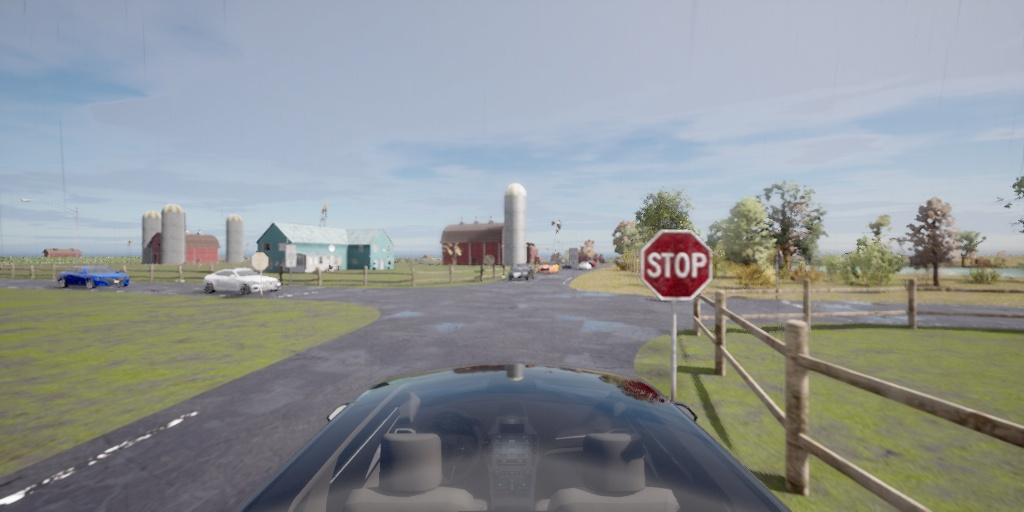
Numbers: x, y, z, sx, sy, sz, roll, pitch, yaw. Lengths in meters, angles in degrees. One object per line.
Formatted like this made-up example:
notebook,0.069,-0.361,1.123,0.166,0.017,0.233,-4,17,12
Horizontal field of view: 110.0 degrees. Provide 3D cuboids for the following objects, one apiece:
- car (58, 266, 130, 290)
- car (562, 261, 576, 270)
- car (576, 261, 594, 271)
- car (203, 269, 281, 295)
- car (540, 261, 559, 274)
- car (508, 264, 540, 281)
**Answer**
car,-29.417,1.477,25.238,5.008,1.535,1.882,0,0,17
car,10.356,1.643,64.642,2.097,1.767,4.553,0,0,18
car,12.968,1.819,63.677,1.812,1.442,4.674,0,-1,18
car,-15.965,1.467,21.155,4.674,1.442,1.812,0,0,17
car,4.862,1.491,47.812,2.097,1.767,4.553,0,0,18
car,0.938,1.505,33.391,2.128,1.511,4.902,0,0,13
